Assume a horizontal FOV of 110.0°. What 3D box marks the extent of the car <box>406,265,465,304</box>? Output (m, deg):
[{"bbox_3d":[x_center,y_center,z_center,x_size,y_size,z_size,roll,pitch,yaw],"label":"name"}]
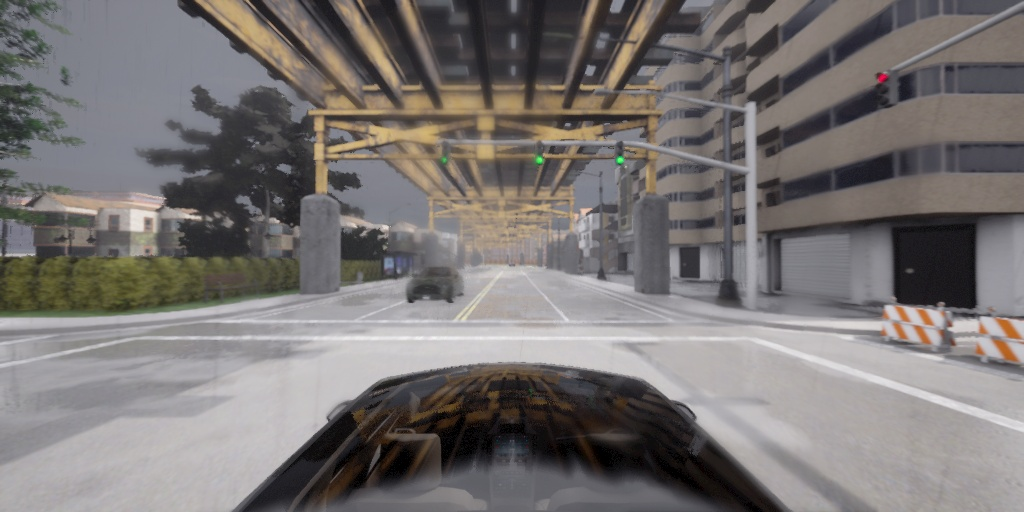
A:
[{"bbox_3d":[-3.624,1.249,17.633,2.097,1.767,4.553,0,-1,1],"label":"car"}]
